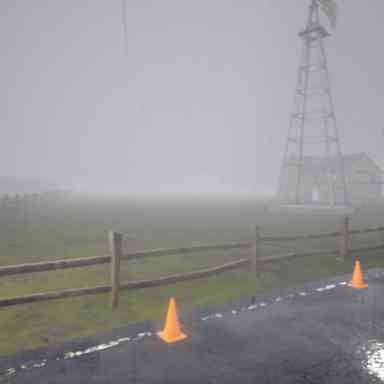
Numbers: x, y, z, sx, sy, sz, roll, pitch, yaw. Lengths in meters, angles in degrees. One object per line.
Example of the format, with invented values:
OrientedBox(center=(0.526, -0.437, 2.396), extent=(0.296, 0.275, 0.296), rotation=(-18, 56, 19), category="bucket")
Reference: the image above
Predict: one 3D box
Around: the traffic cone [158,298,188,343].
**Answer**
OrientedBox(center=(-0.297, 1.935, 5.140), extent=(0.340, 0.580, 0.340), rotation=(0, 0, -34), category="traffic cone")

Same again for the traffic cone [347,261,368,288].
OrientedBox(center=(3.952, 1.939, 7.925), extent=(0.340, 0.580, 0.340), rotation=(0, 0, -32), category="traffic cone")
